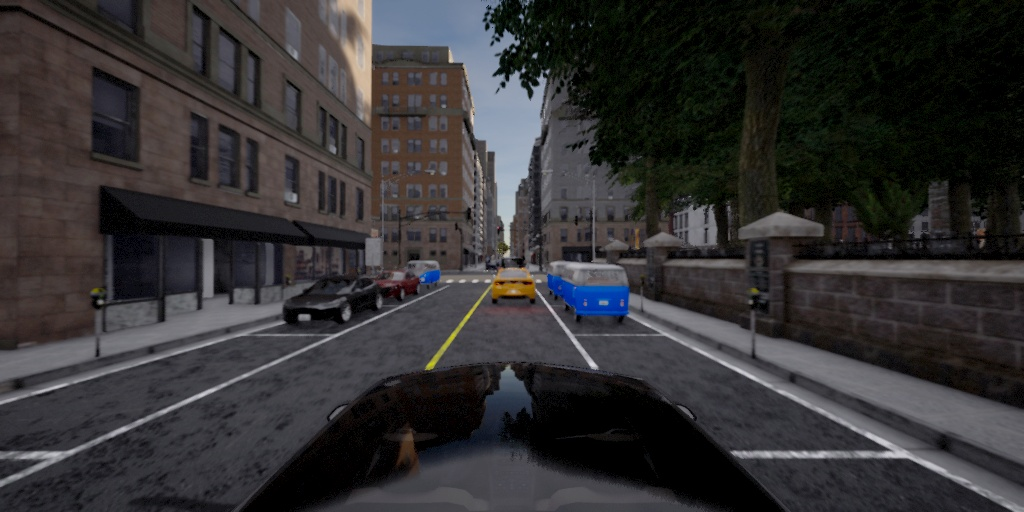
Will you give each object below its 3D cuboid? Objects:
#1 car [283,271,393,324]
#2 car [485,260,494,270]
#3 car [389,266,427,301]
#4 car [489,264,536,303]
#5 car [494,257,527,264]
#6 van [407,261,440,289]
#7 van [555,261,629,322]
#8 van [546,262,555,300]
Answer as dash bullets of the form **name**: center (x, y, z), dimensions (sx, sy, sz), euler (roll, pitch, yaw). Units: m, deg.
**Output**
- **car**: center (-5.855, 1.371, 12.291), dimensions (1.948, 1.339, 4.313), euler (0, 0, 0)
- **car**: center (-3.202, 1.377, 58.421), dimensions (2.097, 1.767, 4.553), euler (0, 0, 0)
- **car**: center (-5.854, 1.378, 17.951), dimensions (1.888, 1.381, 4.507), euler (0, 0, 0)
- **car**: center (0.071, 1.307, 17.138), dimensions (1.882, 1.535, 5.008), euler (0, 0, 0)
- **car**: center (-0.020, 1.100, 27.616), dimensions (2.150, 2.045, 5.566), euler (0, 0, -1)
- **van**: center (-5.853, 1.201, 23.611), dimensions (1.690, 1.789, 3.998), euler (0, 0, 0)
- **van**: center (2.670, 1.147, 12.301), dimensions (1.690, 1.789, 3.998), euler (0, 0, 0)
- **van**: center (2.671, 1.175, 17.959), dimensions (1.690, 1.789, 3.998), euler (0, 0, 0)
